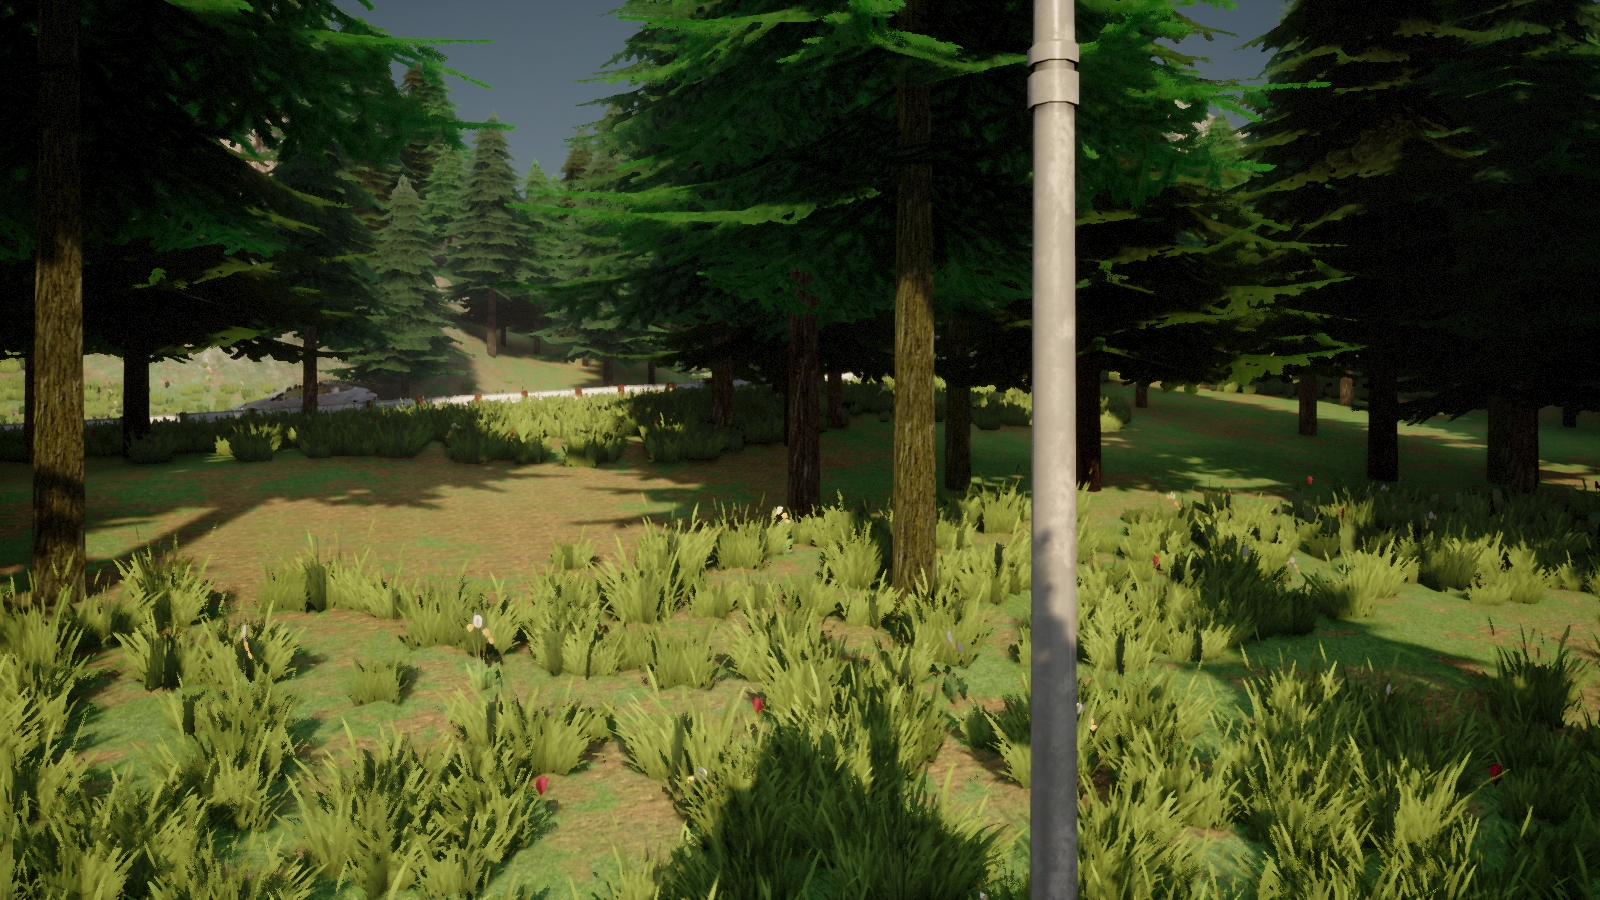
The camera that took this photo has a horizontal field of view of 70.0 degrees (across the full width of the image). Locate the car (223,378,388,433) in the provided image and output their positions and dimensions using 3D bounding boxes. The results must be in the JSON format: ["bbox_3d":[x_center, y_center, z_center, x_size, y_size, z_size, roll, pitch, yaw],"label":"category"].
[{"bbox_3d":[-16.581,-1.500,38.332,4.792,1.488,2.163,-5,3,-29],"label":"car"}]
